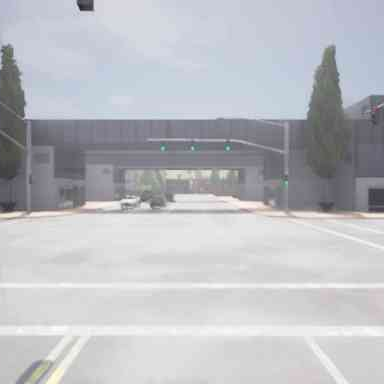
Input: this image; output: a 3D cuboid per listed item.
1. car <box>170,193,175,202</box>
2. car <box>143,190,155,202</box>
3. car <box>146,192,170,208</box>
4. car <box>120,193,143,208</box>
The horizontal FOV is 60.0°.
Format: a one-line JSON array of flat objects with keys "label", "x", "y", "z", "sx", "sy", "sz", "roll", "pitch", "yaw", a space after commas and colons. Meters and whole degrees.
[{"label": "car", "x": -4.053, "y": 1.034, "z": 58.511, "sx": 1.837, "sy": 1.490, "sz": 4.892, "roll": 0, "pitch": 1, "yaw": 1}, {"label": "car", "x": -7.554, "y": 0.753, "z": 58.275, "sx": 2.150, "sy": 2.045, "sz": 5.566, "roll": 0, "pitch": 1, "yaw": 1}, {"label": "car", "x": -4.205, "y": 1.168, "z": 41.973, "sx": 1.837, "sy": 1.490, "sz": 4.892, "roll": 0, "pitch": 1, "yaw": 1}, {"label": "car", "x": -7.708, "y": 1.191, "z": 41.755, "sx": 1.812, "sy": 1.442, "sz": 4.674, "roll": 0, "pitch": 0, "yaw": 1}]
